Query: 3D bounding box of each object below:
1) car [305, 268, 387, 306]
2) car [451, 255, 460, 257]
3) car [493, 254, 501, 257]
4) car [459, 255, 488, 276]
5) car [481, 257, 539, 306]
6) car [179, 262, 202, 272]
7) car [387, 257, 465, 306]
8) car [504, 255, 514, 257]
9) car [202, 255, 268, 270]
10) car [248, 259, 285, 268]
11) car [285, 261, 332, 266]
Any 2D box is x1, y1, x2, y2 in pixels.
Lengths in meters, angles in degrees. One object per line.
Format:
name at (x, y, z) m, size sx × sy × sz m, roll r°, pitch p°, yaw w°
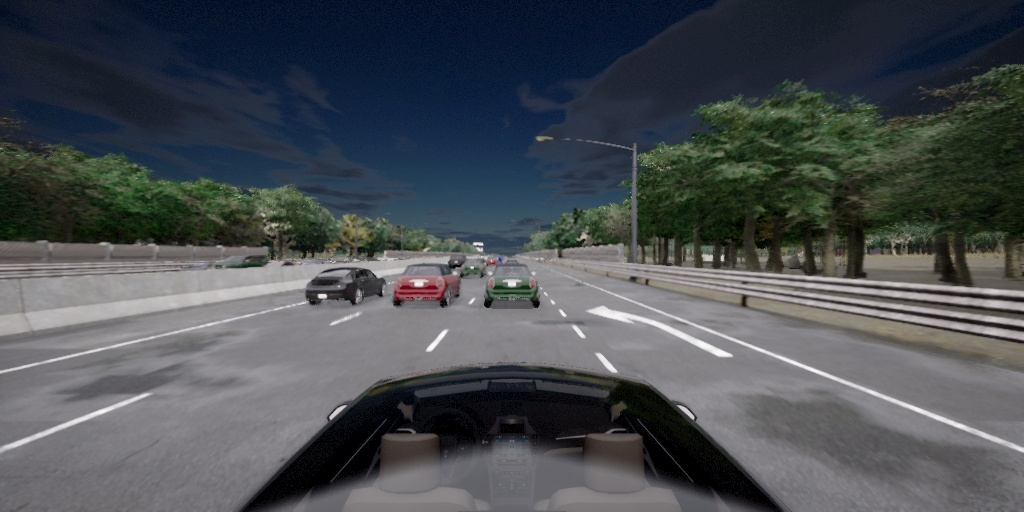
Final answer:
car at (-7.001, 1.233, 15.666) m, size 1.837 × 1.490 × 4.892 m, roll 0°, pitch 0°, yaw 0°
car at (-7.004, 0.854, 47.588) m, size 2.150 × 2.045 × 5.566 m, roll 0°, pitch 0°, yaw 0°
car at (-3.507, 0.909, 64.073) m, size 2.097 × 1.767 × 4.553 m, roll 0°, pitch 0°, yaw 0°
car at (-3.504, 1.035, 33.476) m, size 2.097 × 1.767 × 4.553 m, roll 0°, pitch 0°, yaw 0°
car at (-0.002, 1.080, 15.614) m, size 2.097 × 1.767 × 4.553 m, roll 0°, pitch 0°, yaw 0°
car at (-28.068, 1.248, 32.954) m, size 1.994 × 1.385 × 4.181 m, roll 0°, pitch 0°, yaw 0°
car at (-3.502, 1.079, 15.613) m, size 2.097 × 1.767 × 4.553 m, roll 0°, pitch 0°, yaw 0°
car at (-0.008, 1.047, 61.598) m, size 1.882 × 1.535 × 5.008 m, roll 0°, pitch 0°, yaw 0°
car at (-24.572, 0.910, 32.689) m, size 2.150 × 2.045 × 5.566 m, roll 0°, pitch 0°, yaw 0°
car at (-21.074, 1.211, 32.482) m, size 1.812 × 1.442 × 4.674 m, roll 0°, pitch 0°, yaw 0°
car at (-17.578, 1.180, 32.178) m, size 2.128 × 1.511 × 4.902 m, roll 0°, pitch 0°, yaw 0°
